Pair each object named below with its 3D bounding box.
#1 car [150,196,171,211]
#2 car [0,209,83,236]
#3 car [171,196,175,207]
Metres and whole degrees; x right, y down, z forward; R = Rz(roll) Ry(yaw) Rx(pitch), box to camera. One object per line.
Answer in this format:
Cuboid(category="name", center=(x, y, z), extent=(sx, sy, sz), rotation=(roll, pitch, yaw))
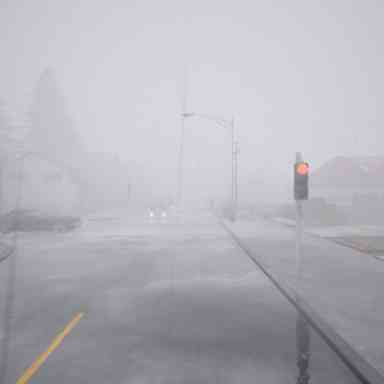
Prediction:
Cuboid(category="car", center=(-4.093, 1.505, 41.611), extent=(1.837, 1.490, 4.892), rotation=(0, 0, 0))
Cuboid(category="car", center=(-8.504, 1.601, 18.135), extent=(4.718, 1.301, 1.895), rotation=(0, 0, -5))
Cuboid(category="car", center=(-4.087, 1.525, 50.822), extent=(1.812, 1.442, 4.674), rotation=(0, 0, 0))
